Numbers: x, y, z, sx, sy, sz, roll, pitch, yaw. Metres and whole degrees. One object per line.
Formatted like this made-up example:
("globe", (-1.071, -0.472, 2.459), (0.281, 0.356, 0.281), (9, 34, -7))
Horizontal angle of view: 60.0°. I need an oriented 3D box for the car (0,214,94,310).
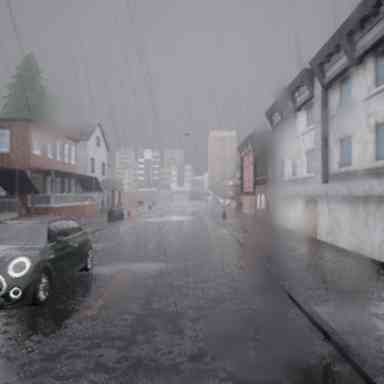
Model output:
("car", (-4.033, 1.426, 8.175), (2.097, 1.767, 4.553), (0, 0, 1))
